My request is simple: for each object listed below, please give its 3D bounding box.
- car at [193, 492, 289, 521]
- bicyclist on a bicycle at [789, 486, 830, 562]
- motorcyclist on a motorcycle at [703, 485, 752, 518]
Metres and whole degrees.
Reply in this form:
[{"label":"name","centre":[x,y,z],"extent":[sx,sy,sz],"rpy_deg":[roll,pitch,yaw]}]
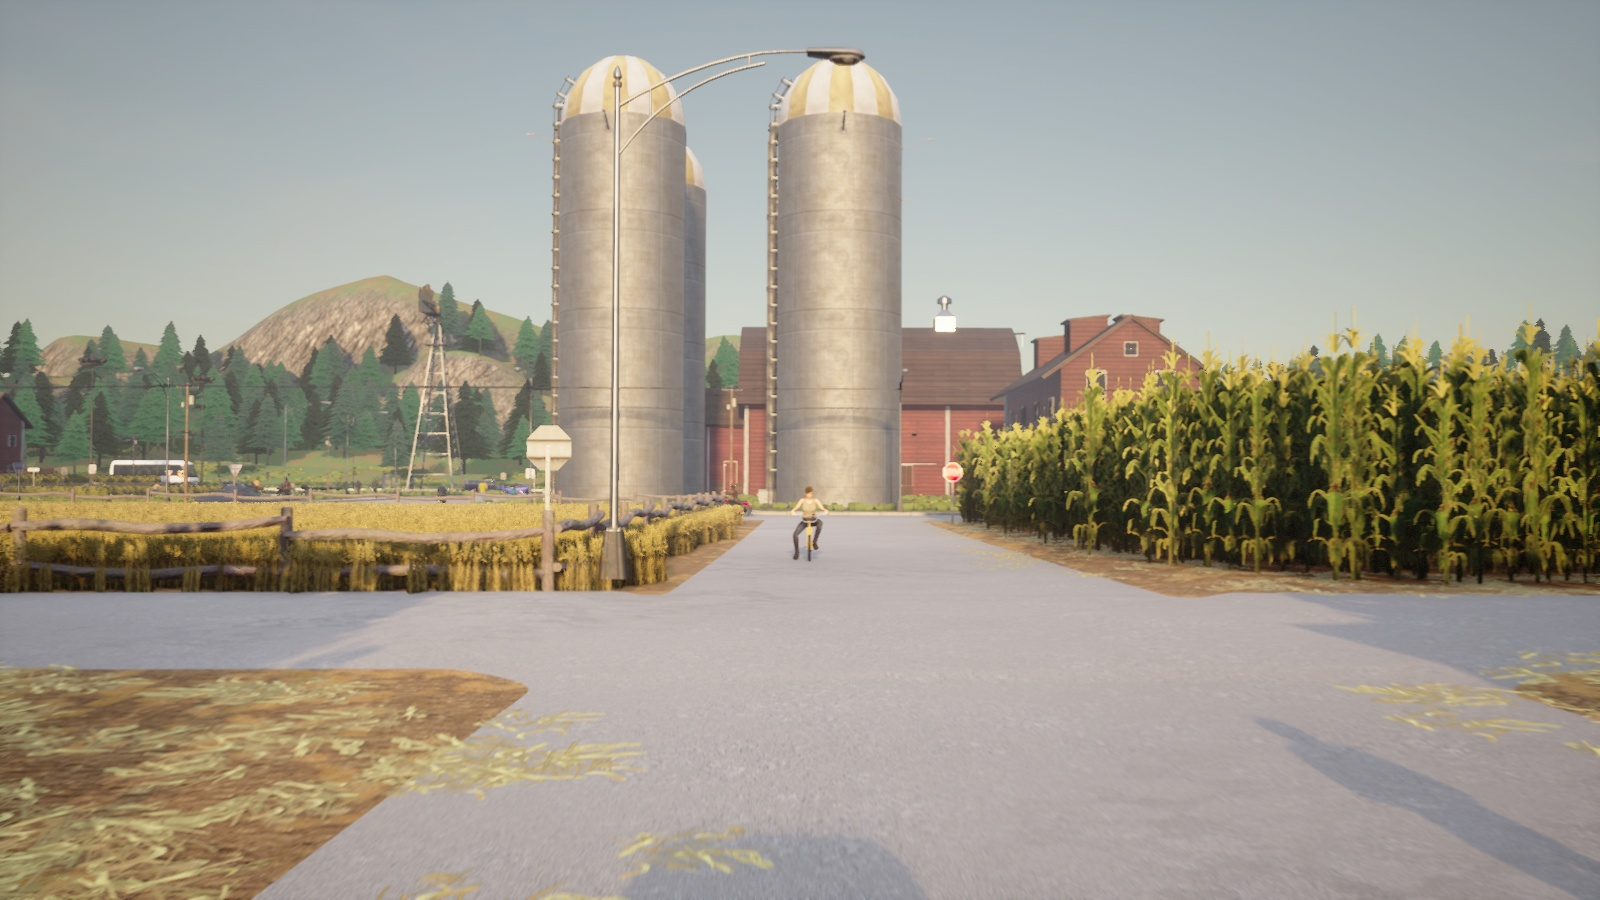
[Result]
[{"label":"car","centre":[-28.324,2.845,63.642],"extent":[4.181,1.385,1.994],"rpy_deg":[1,-2,-33]},{"label":"bicyclist on a bicycle","centre":[0.202,1.593,27.362],"extent":[0.866,1.612,1.509],"rpy_deg":[0,-2,0]},{"label":"motorcyclist on a motorcycle","centre":[-3.667,2.639,63.890],"extent":[2.350,1.649,0.766],"rpy_deg":[-1,-1,14]}]
